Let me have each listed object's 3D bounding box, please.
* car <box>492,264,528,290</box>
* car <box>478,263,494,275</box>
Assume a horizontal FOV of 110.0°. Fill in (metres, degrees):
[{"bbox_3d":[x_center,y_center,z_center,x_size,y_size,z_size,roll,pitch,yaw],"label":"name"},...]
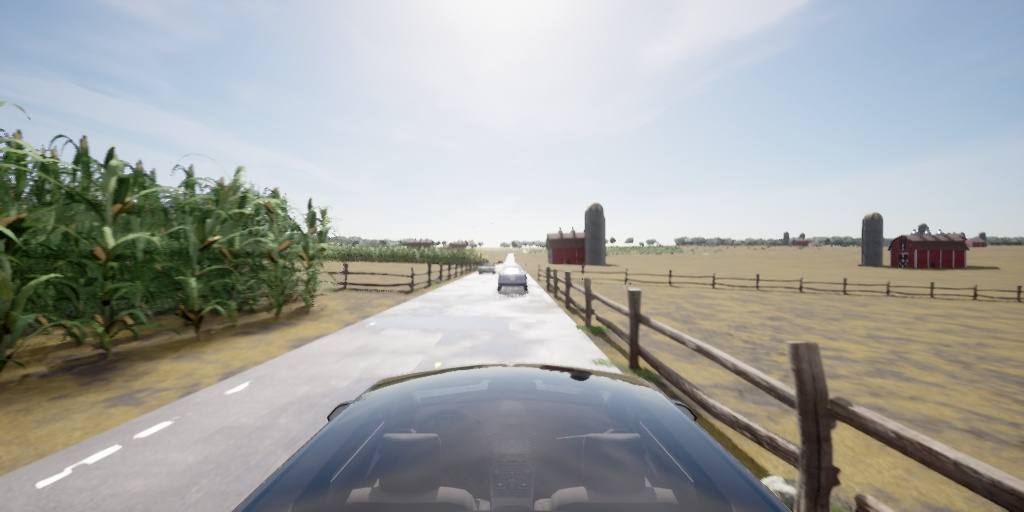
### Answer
[{"bbox_3d":[0.050,1.334,22.708,2.033,1.411,5.357,0,0,1],"label":"car"},{"bbox_3d":[-2.843,1.450,41.154,1.895,1.301,4.718,0,0,0],"label":"car"}]
